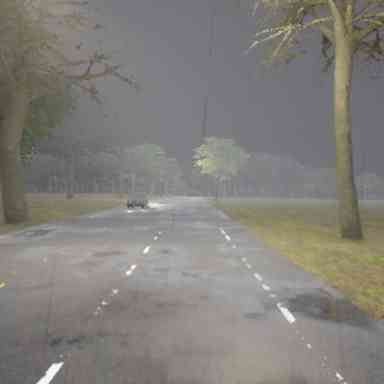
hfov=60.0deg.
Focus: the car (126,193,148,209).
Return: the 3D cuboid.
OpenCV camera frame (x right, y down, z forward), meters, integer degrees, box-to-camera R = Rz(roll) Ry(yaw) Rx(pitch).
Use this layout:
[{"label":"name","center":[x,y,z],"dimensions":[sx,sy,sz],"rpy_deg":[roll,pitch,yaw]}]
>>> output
[{"label":"car","center":[-7.010,1.141,43.186],"dimensions":[2.150,2.045,5.566],"rpy_deg":[0,0,0]}]
